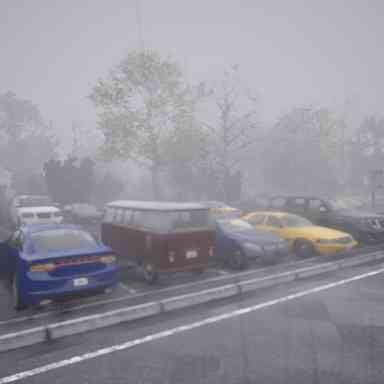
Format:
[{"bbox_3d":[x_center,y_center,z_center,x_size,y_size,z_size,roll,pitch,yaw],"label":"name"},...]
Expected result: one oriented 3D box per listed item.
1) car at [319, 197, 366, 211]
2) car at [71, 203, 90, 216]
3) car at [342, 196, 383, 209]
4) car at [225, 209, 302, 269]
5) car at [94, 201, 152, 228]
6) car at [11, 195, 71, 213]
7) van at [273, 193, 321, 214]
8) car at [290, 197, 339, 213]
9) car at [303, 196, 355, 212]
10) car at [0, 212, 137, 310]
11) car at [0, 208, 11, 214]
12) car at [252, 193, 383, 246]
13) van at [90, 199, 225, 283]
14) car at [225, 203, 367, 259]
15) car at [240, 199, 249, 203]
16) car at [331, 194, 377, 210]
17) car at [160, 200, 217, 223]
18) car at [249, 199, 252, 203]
[{"bbox_3d":[17.657,1.332,39.289,2.002,1.452,4.674,0,0,-36],"label":"car"},{"bbox_3d":[-7.186,1.469,21.541,2.097,1.535,5.008,0,0,-36],"label":"car"},{"bbox_3d":[22.168,1.261,42.524,2.097,1.535,5.008,0,0,-36],"label":"car"},{"bbox_3d":[1.085,1.504,11.372,2.002,1.452,4.674,0,0,-36],"label":"car"},{"bbox_3d":[-4.927,1.453,23.155,2.097,1.535,5.008,0,0,-36],"label":"car"},{"bbox_3d":[-9.425,1.234,19.898,2.435,2.045,5.566,0,0,-36],"label":"car"},{"bbox_3d":[10.812,1.114,34.543,1.878,1.987,4.442,0,0,-36],"label":"van"},{"bbox_3d":[13.140,1.364,36.060,2.002,1.452,4.674,0,0,-36],"label":"car"},{"bbox_3d":[15.401,1.307,37.673,2.097,1.535,5.008,0,0,-36],"label":"car"},{"bbox_3d":[-3.472,1.497,8.105,2.097,1.535,5.008,0,0,-36],"label":"car"},{"bbox_3d":[-11.694,1.503,18.304,2.231,1.521,4.892,0,0,-36],"label":"car"},{"bbox_3d":[5.663,1.180,14.606,2.435,2.045,5.566,0,0,-36],"label":"car"},{"bbox_3d":[-1.263,1.255,9.834,1.878,1.987,4.442,0,0,-36],"label":"van"},{"bbox_3d":[3.474,1.445,12.849,1.946,1.575,5.366,0,0,-36],"label":"car"},{"bbox_3d":[1.957,1.401,27.841,1.946,1.575,5.366,0,0,-36],"label":"car"},{"bbox_3d":[19.895,1.151,40.930,2.185,1.767,4.553,0,0,-36],"label":"car"},{"bbox_3d":[-0.425,1.450,26.402,2.163,1.488,4.792,0,0,-36],"label":"car"},{"bbox_3d":[6.383,1.401,31.198,2.163,1.488,4.792,0,0,-36],"label":"car"}]
